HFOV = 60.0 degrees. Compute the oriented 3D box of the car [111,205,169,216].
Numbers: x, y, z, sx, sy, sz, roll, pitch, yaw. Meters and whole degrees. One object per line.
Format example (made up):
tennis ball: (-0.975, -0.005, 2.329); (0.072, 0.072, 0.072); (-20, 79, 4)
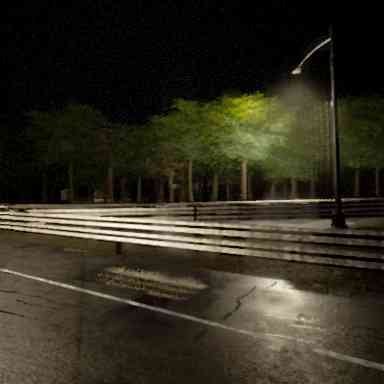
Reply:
car: (-3.676, 1.596, 23.518); (4.181, 1.385, 1.994); (-1, -1, 8)
